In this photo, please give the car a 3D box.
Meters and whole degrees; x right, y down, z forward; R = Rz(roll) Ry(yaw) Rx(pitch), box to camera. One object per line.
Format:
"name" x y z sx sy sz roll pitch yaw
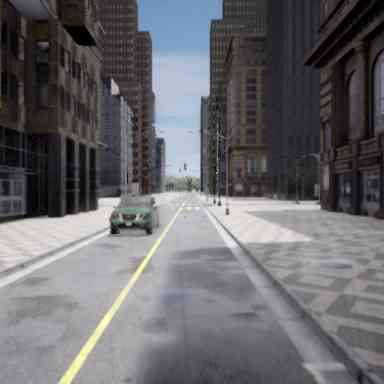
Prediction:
"car" -3.102 1.220 19.065 2.150 2.045 5.566 0 0 0
